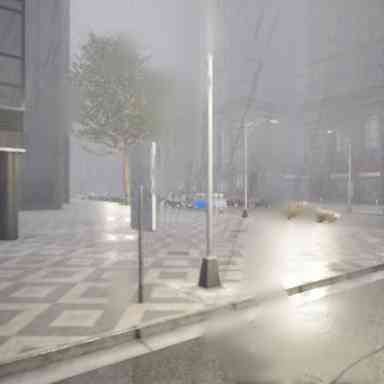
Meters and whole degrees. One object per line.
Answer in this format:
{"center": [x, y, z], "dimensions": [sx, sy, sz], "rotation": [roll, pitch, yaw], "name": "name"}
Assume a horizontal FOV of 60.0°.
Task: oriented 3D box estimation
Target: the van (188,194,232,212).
{"center": [1.716, 1.082, 33.150], "dimensions": [1.690, 1.788, 3.998], "rotation": [1, 0, -35], "name": "van"}

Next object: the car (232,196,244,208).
{"center": [5.444, 1.211, 42.659], "dimensions": [1.887, 1.381, 4.507], "rotation": [1, 0, -35], "name": "car"}

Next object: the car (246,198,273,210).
{"center": [8.678, 1.303, 38.068], "dimensions": [1.947, 1.339, 4.313], "rotation": [1, 0, -35], "name": "car"}

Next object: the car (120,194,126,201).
{"center": [-7.895, 1.042, 46.792], "dimensions": [1.752, 1.417, 4.829], "rotation": [1, 0, -35], "name": "car"}

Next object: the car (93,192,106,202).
{"center": [-14.464, 0.901, 56.115], "dimensions": [2.008, 1.369, 4.403], "rotation": [1, 0, -35], "name": "car"}

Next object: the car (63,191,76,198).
{"center": [-27.403, 0.473, 74.482], "dimensions": [1.967, 1.590, 4.097], "rotation": [1, 0, -35], "name": "car"}

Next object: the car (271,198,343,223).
{"center": [8.284, 1.389, 23.822], "dimensions": [1.752, 1.417, 4.829], "rotation": [1, 0, -35], "name": "car"}

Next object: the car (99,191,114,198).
{"center": [-20.439, 0.574, 79.396], "dimensions": [1.887, 1.381, 4.507], "rotation": [1, 0, -35], "name": "car"}

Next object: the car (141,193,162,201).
{"center": [-7.498, 0.897, 61.030], "dimensions": [2.008, 1.369, 4.403], "rotation": [1, 0, -35], "name": "car"}

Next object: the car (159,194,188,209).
{"center": [-1.522, 1.221, 37.743], "dimensions": [2.008, 1.369, 4.403], "rotation": [1, 0, -35], "name": "car"}

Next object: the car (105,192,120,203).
{"center": [-11.228, 0.983, 51.523], "dimensions": [2.008, 1.369, 4.403], "rotation": [1, 0, -35], "name": "car"}

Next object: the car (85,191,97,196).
{"center": [-26.909, 0.458, 88.579], "dimensions": [1.802, 1.307, 4.206], "rotation": [1, 0, -35], "name": "car"}

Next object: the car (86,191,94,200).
{"center": [-17.699, 0.821, 60.707], "dimensions": [2.008, 1.369, 4.403], "rotation": [1, 0, -35], "name": "car"}

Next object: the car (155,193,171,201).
{"center": [-4.261, 0.868, 56.438], "dimensions": [1.967, 1.590, 4.097], "rotation": [1, 0, -35], "name": "car"}
